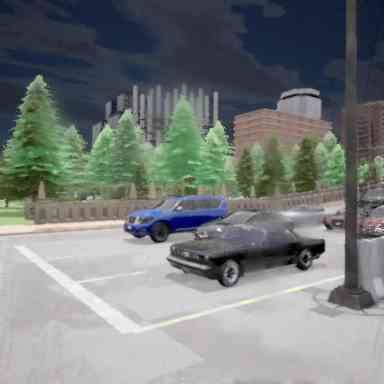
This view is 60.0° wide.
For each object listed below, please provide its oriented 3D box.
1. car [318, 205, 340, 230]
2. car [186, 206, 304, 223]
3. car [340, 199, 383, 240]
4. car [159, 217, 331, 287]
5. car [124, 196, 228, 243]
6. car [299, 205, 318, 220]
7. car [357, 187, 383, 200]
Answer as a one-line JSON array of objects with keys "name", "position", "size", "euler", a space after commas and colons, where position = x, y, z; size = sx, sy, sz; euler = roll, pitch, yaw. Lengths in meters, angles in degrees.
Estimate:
[{"name": "car", "position": [9.610, 1.506, 19.413], "size": [4.181, 1.385, 1.994], "euler": [-2, 1, -36]}, {"name": "car", "position": [2.367, 1.519, 14.251], "size": [4.892, 1.490, 1.837], "euler": [0, 0, -35]}, {"name": "car", "position": [8.843, 1.357, 14.570], "size": [4.553, 1.767, 2.097], "euler": [-1, 0, -35]}, {"name": "car", "position": [1.664, 1.611, 9.464], "size": [4.718, 1.301, 1.895], "euler": [0, 0, -35]}, {"name": "car", "position": [-0.529, 1.237, 16.496], "size": [5.566, 2.045, 2.150], "euler": [0, 0, -35]}, {"name": "car", "position": [7.422, 1.548, 22.143], "size": [4.718, 1.301, 1.895], "euler": [-2, 1, -35]}, {"name": "car", "position": [16.101, 0.666, 28.277], "size": [5.566, 2.045, 2.150], "euler": [-5, 3, -35]}]
